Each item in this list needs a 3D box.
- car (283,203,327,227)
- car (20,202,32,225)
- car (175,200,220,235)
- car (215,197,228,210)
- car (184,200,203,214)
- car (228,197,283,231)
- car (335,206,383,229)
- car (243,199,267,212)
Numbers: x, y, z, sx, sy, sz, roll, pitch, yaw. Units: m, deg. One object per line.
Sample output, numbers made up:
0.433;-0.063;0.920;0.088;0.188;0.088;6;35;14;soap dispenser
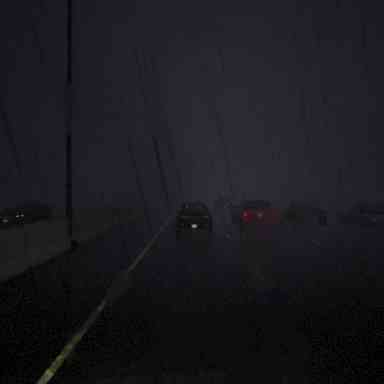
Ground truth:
7.116;1.408;21.465;1.812;1.442;4.674;0;0;0;car
-10.584;1.376;21.355;2.128;1.511;4.902;0;0;0;car
0.113;1.383;18.071;2.128;1.511;4.902;0;0;0;car
3.628;1.293;37.151;2.097;1.767;4.553;0;0;0;car
0.126;1.529;35.710;1.895;1.301;4.718;0;-1;0;car
3.615;1.238;19.763;2.097;1.767;4.553;0;0;0;car
10.616;1.485;20.410;1.895;1.301;4.718;0;0;0;car
7.127;1.513;38.119;1.994;1.385;4.181;0;0;0;car
